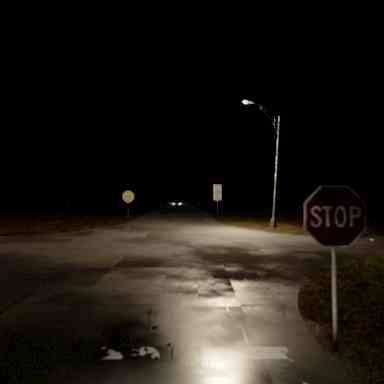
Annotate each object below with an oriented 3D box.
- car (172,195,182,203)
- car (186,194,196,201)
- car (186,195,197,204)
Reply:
[{"bbox_3d":[-2.912,1.362,65.512,2.033,1.411,5.357,0,0,0],"label":"car"},{"bbox_3d":[-0.177,1.239,71.360,1.994,1.385,4.181,0,0,0],"label":"car"},{"bbox_3d":[-0.152,1.400,61.306,1.994,1.385,4.181,0,0,0],"label":"car"}]
